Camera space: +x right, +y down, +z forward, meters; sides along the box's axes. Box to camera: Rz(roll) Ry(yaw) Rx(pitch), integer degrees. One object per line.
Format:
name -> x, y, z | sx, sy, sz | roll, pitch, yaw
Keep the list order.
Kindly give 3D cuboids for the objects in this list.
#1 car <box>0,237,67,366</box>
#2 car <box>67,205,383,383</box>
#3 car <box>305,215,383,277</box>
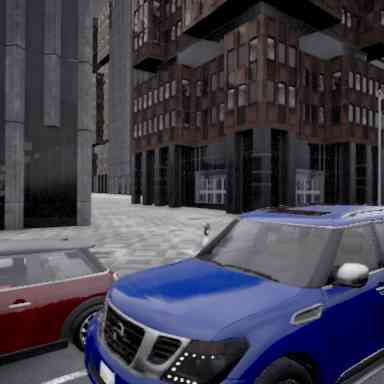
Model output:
car -> -3.035, 1.441, 4.484 | 4.097, 1.590, 1.967 | 0, 0, -36
car -> 1.520, 1.234, 4.471 | 5.566, 2.045, 2.150 | 0, 0, -36
car -> 5.944, 1.587, 10.925 | 4.403, 1.369, 2.008 | 0, 0, -36
